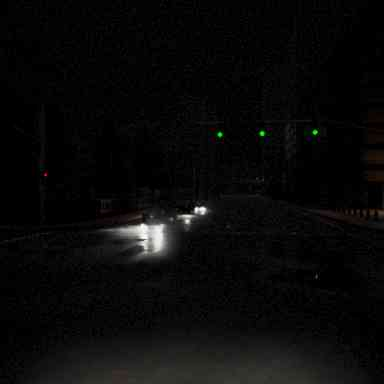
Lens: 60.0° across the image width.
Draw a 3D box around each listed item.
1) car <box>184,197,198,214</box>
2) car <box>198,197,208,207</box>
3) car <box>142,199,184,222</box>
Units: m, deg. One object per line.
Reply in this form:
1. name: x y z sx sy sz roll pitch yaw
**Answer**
1. car: -0.879 1.478 35.973 1.882 1.535 5.008 0 0 9
2. car: 1.353 1.492 50.609 2.128 1.511 4.902 0 0 9
3. car: -2.426 1.492 26.195 2.128 1.511 4.902 0 0 11
